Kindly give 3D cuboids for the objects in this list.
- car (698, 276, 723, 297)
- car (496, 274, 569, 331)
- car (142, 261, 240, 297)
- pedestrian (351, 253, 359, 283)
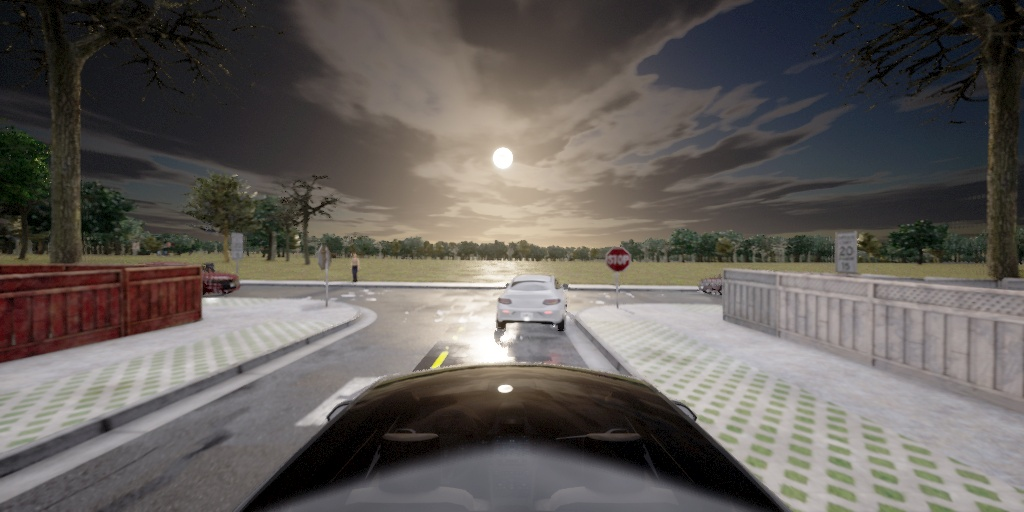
[{"bbox_3d":[12.647,1.455,19.478,4.674,1.442,1.812,1,0,0],"label":"car"},{"bbox_3d":[0.723,1.269,10.971,1.812,1.442,4.674,0,0,9],"label":"car"},{"bbox_3d":[-15.207,1.019,16.295,5.008,1.535,1.882,1,0,0],"label":"car"},{"bbox_3d":[-9.726,0.739,22.203,0.375,1.860,0.375,0,-1,0],"label":"pedestrian"}]
